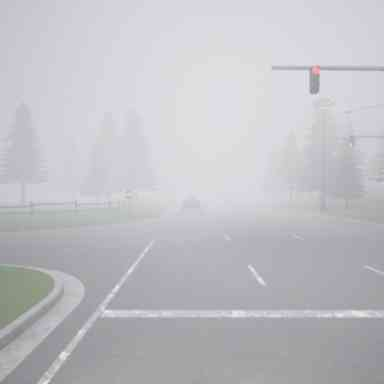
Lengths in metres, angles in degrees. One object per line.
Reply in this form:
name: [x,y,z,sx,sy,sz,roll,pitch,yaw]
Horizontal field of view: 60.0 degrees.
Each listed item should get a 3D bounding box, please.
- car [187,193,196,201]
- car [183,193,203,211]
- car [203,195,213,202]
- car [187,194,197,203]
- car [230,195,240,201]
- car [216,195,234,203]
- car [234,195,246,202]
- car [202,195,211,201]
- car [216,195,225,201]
car: [-0.080,1.134,80.746,2.097,1.767,4.553,0,0,0]
car: [-0.039,1.326,39.706,2.097,1.767,4.553,0,0,0]
car: [3.430,1.498,70.777,1.994,1.385,4.181,0,0,0]
car: [-0.070,1.301,70.743,2.097,1.767,4.553,0,0,0]
car: [10.420,1.332,80.787,1.994,1.385,4.181,0,0,0]
car: [6.930,1.485,70.363,2.033,1.411,5.357,0,0,0]
car: [10.430,1.470,70.784,1.812,1.442,4.674,0,0,0]
car: [3.420,1.374,80.810,1.895,1.301,4.718,0,0,0]
car: [6.920,1.332,80.783,1.994,1.385,4.181,0,0,0]
